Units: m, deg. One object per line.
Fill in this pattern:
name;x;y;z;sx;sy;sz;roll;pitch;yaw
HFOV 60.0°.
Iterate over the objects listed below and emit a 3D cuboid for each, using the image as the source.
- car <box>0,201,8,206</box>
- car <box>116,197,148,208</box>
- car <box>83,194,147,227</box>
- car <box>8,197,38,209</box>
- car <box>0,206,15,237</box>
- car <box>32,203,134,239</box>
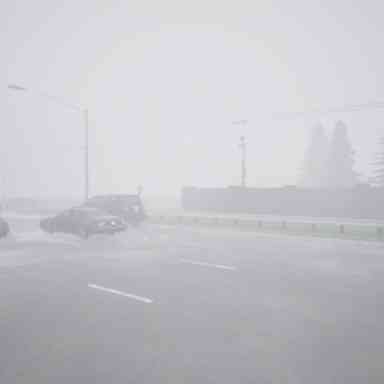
car;-20.073;1.445;32.121;4.892;1.490;1.837;-2;-1;37
car;-8.593;1.444;47.608;4.181;1.385;1.994;0;0;-26
car;-5.434;1.165;21.228;5.566;2.045;2.150;-1;0;37
car;-22.770;1.419;43.474;4.892;1.490;1.837;-1;0;-6
car;-10.925;1.536;16.591;4.181;1.385;1.994;0;0;37
car;-5.699;1.509;17.064;5.357;1.411;2.033;0;0;37
